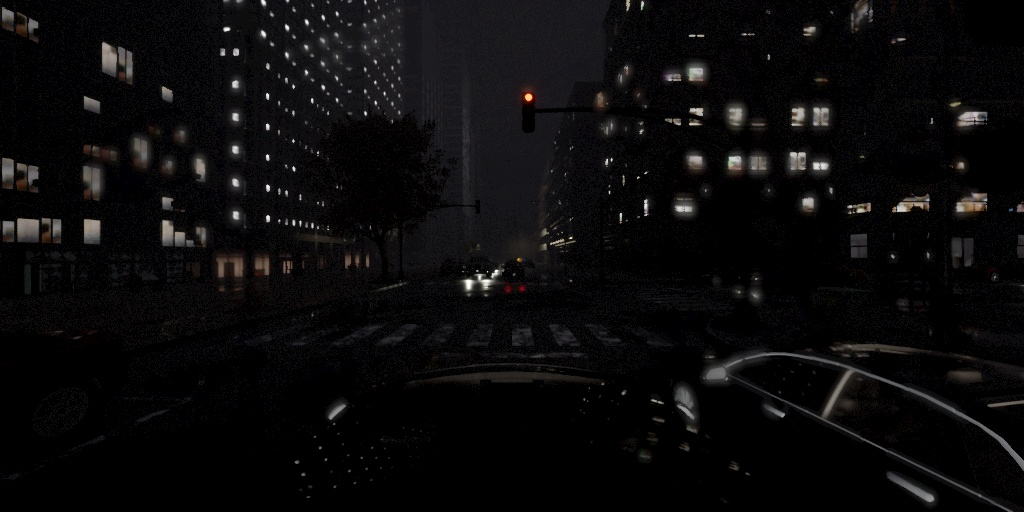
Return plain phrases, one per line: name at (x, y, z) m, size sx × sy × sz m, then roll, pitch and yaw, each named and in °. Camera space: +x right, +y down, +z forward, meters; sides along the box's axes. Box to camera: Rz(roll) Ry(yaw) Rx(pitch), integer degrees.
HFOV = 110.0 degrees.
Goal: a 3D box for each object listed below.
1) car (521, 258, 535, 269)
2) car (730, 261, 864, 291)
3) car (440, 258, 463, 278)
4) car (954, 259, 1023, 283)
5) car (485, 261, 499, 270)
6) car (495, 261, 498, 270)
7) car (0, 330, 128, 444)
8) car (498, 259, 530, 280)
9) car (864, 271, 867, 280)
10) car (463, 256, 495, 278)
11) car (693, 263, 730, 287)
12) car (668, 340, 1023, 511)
car at (2.719, 1.350, 57.049) m, size 1.948 × 1.339 × 4.313 m, roll 0°, pitch 0°, yaw 0°
car at (15.262, 1.067, 19.410) m, size 5.357 × 1.411 × 2.033 m, roll -1°, pitch 0°, yaw -1°
car at (-5.674, 1.079, 34.963) m, size 2.192 × 1.841 × 5.009 m, roll 0°, pitch 0°, yaw 0°
car at (30.147, 0.859, 22.141) m, size 4.507 × 1.381 × 1.888 m, roll 0°, pitch 0°, yaw -1°
car at (-3.062, 1.382, 54.773) m, size 1.895 × 1.301 × 4.718 m, roll 0°, pitch 0°, yaw 0°
car at (-3.078, 1.298, 44.469) m, size 1.812 × 1.442 × 4.674 m, roll 0°, pitch 0°, yaw 0°
car at (-5.691, 1.295, 2.575) m, size 1.888 × 1.381 × 4.507 m, roll 0°, pitch 0°, yaw 0°
car at (0.114, 1.253, 30.827) m, size 2.128 × 1.511 × 4.902 m, roll 0°, pitch 0°, yaw -1°
car at (18.842, 0.993, 22.033) m, size 4.829 × 1.417 × 1.751 m, roll 0°, pitch 0°, yaw -1°
car at (-3.083, 0.986, 34.588) m, size 2.150 × 2.045 × 5.566 m, roll 0°, pitch 0°, yaw 0°
car at (13.445, 1.095, 21.981) m, size 4.403 × 1.370 × 2.007 m, roll 0°, pitch 0°, yaw -1°
car at (2.689, 1.300, 2.571) m, size 2.007 × 1.370 × 4.403 m, roll 0°, pitch 0°, yaw 0°
